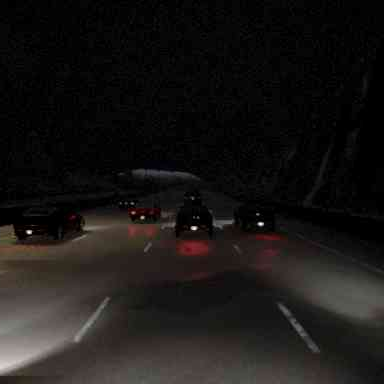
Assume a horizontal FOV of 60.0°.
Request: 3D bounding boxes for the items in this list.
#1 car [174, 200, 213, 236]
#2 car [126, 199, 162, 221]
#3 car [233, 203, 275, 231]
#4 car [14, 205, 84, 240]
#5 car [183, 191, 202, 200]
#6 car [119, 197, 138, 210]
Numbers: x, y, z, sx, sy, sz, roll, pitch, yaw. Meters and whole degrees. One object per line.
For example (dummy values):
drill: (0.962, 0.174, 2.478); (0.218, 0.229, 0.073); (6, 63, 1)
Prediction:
car: (0.099, 1.412, 17.953); (1.837, 1.490, 4.892); (0, 1, 0)
car: (-3.401, 1.438, 25.135); (1.895, 1.301, 4.718); (0, 1, 0)
car: (3.599, 1.397, 19.817); (1.837, 1.490, 4.892); (0, 1, 0)
car: (-6.900, 1.424, 16.537); (1.837, 1.490, 4.892); (0, 1, 0)
car: (0.099, 0.836, 41.088); (2.150, 2.045, 5.566); (0, 1, 0)
car: (-6.901, 1.221, 37.498); (2.033, 1.411, 5.357); (0, 1, 0)
